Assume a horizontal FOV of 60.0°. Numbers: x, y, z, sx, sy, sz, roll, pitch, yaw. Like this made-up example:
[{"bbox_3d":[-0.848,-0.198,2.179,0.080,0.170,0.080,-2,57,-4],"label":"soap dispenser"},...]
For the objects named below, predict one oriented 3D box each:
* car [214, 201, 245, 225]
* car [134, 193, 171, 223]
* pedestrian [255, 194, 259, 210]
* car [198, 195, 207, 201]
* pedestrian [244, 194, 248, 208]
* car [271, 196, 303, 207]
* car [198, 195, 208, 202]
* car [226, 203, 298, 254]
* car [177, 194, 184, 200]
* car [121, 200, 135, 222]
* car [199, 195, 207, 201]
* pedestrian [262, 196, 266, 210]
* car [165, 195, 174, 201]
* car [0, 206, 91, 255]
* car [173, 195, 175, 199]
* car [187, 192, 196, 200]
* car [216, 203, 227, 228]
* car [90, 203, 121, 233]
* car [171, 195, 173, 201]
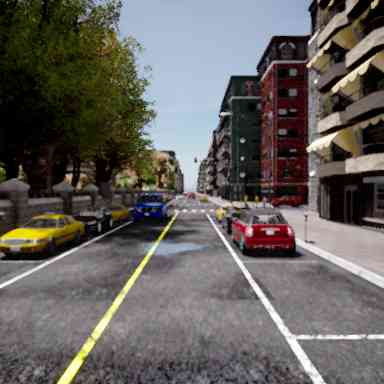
[{"bbox_3d":[2.671,1.475,24.749,1.752,1.417,4.829,0,0,0],"label":"car"},{"bbox_3d":[-3.099,1.169,25.639,2.150,2.045,5.566,0,0,0],"label":"car"},{"bbox_3d":[7.110,1.148,36.766,0.375,1.860,0.375,0,0,0],"label":"pedestrian"},{"bbox_3d":[2.629,1.425,84.750,2.008,1.369,4.403,0,0,0],"label":"car"},{"bbox_3d":[6.109,1.074,37.965,0.375,1.860,0.375,0,0,0],"label":"pedestrian"},{"bbox_3d":[14.580,1.498,51.579,5.009,1.841,2.192,1,-1,0],"label":"car"},{"bbox_3d":[2.637,1.409,73.850,1.752,1.417,4.829,0,0,0],"label":"car"},{"bbox_3d":[2.679,1.411,13.317,1.967,1.590,4.097,0,0,0],"label":"car"},{"bbox_3d":[-3.063,1.388,92.631,1.812,1.442,4.674,0,0,0],"label":"car"},{"bbox_3d":[-5.709,1.476,24.402,1.752,1.417,4.829,0,0,0],"label":"car"},{"bbox_3d":[2.633,1.424,79.215,1.887,1.381,4.507,0,0,0],"label":"car"},{"bbox_3d":[8.110,1.302,37.368,0.375,1.860,0.375,0,0,0],"label":"pedestrian"},{"bbox_3d":[-5.751,1.419,84.744,1.887,1.381,4.507,0,0,0],"label":"car"},{"bbox_3d":[-5.701,1.496,13.141,1.752,1.417,4.829,0,0,0],"label":"car"},{"bbox_3d":[-5.748,1.319,79.208,1.967,1.590,4.097,0,0,0],"label":"car"},{"bbox_3d":[-0.062,1.069,91.405,2.150,2.045,5.566,0,0,0],"label":"car"},{"bbox_3d":[2.676,1.526,18.948,1.947,1.339,4.313,0,0,0],"label":"car"},{"bbox_3d":[-5.705,1.511,18.941,2.008,1.369,4.403,0,0,0],"label":"car"},{"bbox_3d":[-5.741,1.204,68.138,2.192,1.841,5.009,0,0,0],"label":"car"}]
